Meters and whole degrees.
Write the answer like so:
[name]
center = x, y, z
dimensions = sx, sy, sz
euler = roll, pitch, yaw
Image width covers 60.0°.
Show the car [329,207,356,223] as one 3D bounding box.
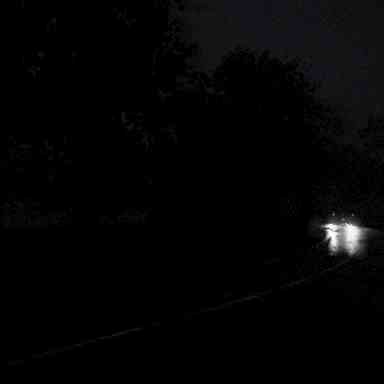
[car]
center = 13.103, 1.971, 29.251
dimensions = 1.895, 1.301, 4.718
euler = 1, -1, 20
